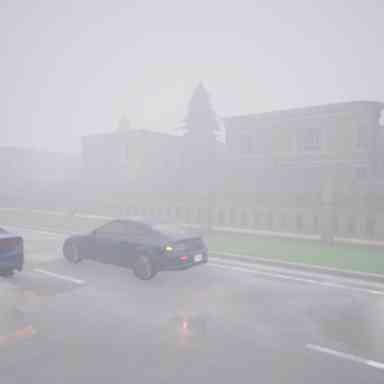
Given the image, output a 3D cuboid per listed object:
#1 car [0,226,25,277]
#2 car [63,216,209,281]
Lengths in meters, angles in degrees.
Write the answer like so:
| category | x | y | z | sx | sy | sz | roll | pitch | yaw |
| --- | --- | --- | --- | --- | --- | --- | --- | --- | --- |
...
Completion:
| category | x | y | z | sx | sy | sz | roll | pitch | yaw |
| --- | --- | --- | --- | --- | --- | --- | --- | --- | --- |
| car | -6.246 | 1.316 | 8.437 | 5.008 | 1.535 | 1.882 | 1 | 1 | 35 |
| car | -1.718 | 1.413 | 9.511 | 4.674 | 1.442 | 1.812 | 1 | 1 | 35 |
